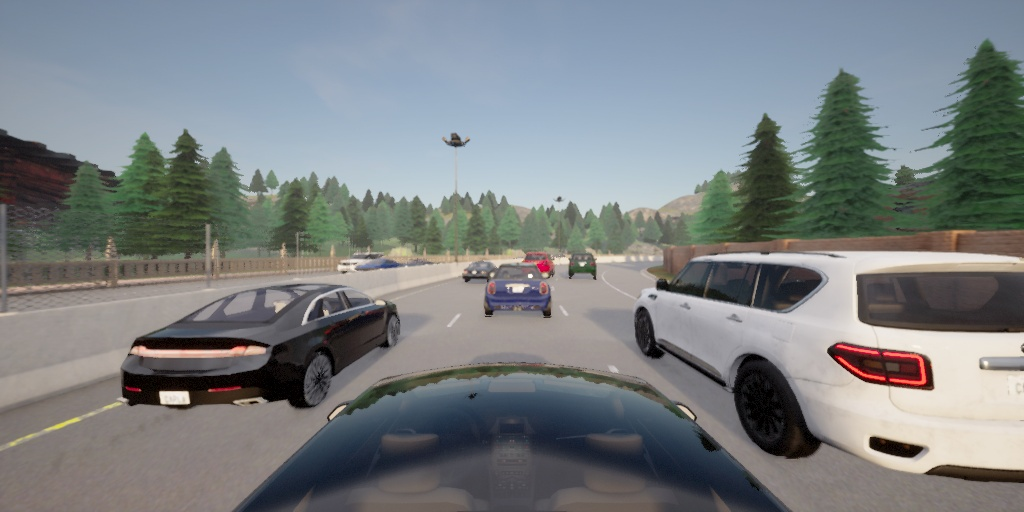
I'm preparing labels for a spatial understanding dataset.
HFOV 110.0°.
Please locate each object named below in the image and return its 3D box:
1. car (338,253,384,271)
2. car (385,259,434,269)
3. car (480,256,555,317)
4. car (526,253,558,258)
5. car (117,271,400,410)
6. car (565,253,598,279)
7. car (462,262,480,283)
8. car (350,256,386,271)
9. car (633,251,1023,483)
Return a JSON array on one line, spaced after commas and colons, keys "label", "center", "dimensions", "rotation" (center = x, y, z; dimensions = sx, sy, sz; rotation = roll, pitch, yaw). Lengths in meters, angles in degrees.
[{"label": "car", "center": [-14.519, 0.688, 35.246], "dimensions": [2.150, 2.045, 5.566], "rotation": [0, 0, 13]}, {"label": "car", "center": [-8.352, 0.997, 30.812], "dimensions": [2.128, 1.511, 4.902], "rotation": [0, 0, 12]}, {"label": "car", "center": [0.250, 1.010, 12.854], "dimensions": [2.097, 1.767, 4.553], "rotation": [0, 0, 2]}, {"label": "car", "center": [2.248, 0.744, 29.377], "dimensions": [2.150, 2.045, 5.566], "rotation": [0, 0, 12]}, {"label": "car", "center": [-3.412, 1.204, 6.069], "dimensions": [2.128, 1.511, 4.902], "rotation": [0, 1, 0]}, {"label": "car", "center": [5.827, 0.745, 29.458], "dimensions": [2.150, 2.045, 5.566], "rotation": [0, 0, 12]}, {"label": "car", "center": [-2.035, 1.098, 25.641], "dimensions": [2.033, 1.411, 5.357], "rotation": [0, 0, 9]}, {"label": "car", "center": [-11.709, 0.972, 31.829], "dimensions": [1.882, 1.535, 5.008], "rotation": [0, 0, 12]}, {"label": "car", "center": [3.584, 0.947, 5.155], "dimensions": [2.150, 2.045, 5.566], "rotation": [0, 1, 0]}]
